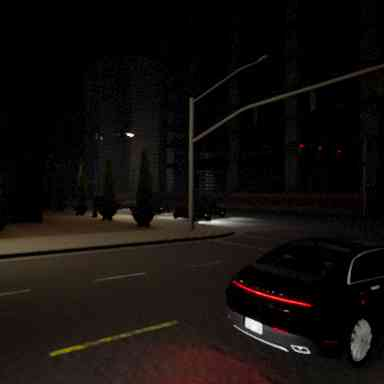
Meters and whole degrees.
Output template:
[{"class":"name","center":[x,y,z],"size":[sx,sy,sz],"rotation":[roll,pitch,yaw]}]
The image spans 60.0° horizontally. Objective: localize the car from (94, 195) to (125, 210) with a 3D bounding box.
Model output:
[{"class":"car","center":[-11.931,1.460,46.469],"size":[2.150,2.045,5.566],"rotation":[1,0,-36]}]

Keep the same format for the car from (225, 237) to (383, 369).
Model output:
[{"class":"car","center":[2.788,1.561,5.843],"size":[4.892,1.490,1.837],"rotation":[1,-1,-36]}]

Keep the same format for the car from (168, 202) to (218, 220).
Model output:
[{"class":"car","center":[0.027,1.800,29.826],"size":[1.994,1.385,4.181],"rotation":[1,0,-36]}]

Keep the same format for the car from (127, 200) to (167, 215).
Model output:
[{"class":"car","center":[-5.090,1.838,36.938],"size":[1.895,1.301,4.718],"rotation":[1,0,-36]}]

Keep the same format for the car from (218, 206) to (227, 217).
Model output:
[{"class":"car","center":[1.485,1.777,33.795],"size":[1.837,1.490,4.892],"rotation":[1,0,-36]}]

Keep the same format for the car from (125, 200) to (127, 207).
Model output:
[{"class":"car","center":[-11.058,1.802,51.269],"size":[1.812,1.442,4.674],"rotation":[1,-1,-36]}]
